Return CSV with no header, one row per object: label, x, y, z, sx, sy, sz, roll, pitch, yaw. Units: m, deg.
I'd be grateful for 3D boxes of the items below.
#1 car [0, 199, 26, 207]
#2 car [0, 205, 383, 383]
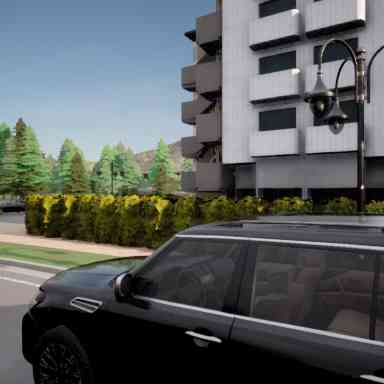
car,-18.192,1.491,33.490,2.128,1.511,4.902,0,0,33
car,0.743,1.221,3.139,5.566,2.045,2.150,0,0,34
